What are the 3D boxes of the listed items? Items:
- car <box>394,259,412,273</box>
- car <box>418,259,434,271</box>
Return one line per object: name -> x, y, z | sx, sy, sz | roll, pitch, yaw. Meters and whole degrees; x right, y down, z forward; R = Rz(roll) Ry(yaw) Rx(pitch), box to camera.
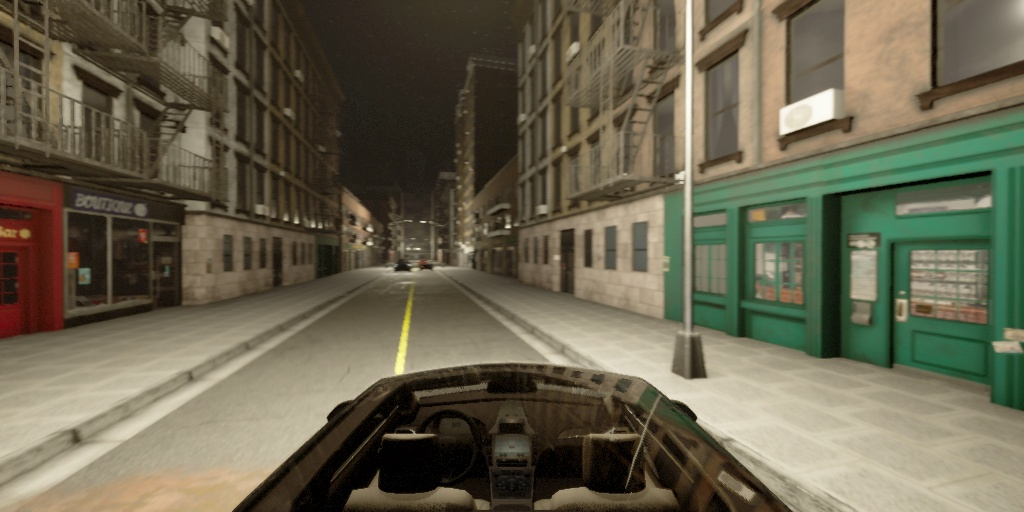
car -> -13.751, 1.191, 45.408 | 2.097, 1.767, 4.553 | 0, 0, -14
car -> -12.058, 1.451, 50.459 | 1.895, 1.301, 4.718 | 0, 0, -15
